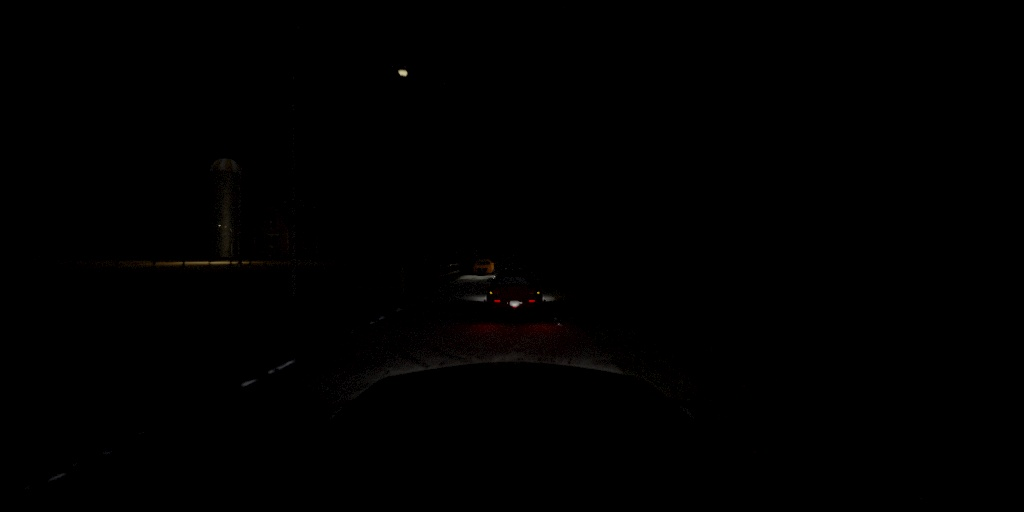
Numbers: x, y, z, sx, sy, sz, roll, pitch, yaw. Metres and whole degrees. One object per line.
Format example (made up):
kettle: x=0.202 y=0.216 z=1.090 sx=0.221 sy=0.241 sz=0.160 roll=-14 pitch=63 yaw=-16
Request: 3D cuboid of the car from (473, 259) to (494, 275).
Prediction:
car: x=-2.838 y=1.096 z=36.517 sx=1.882 sy=1.535 sz=5.008 roll=0 pitch=0 yaw=0

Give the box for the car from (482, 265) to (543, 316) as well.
car: x=0.085 y=1.236 z=13.006 sx=1.812 sy=1.442 sz=4.674 roll=0 pitch=0 yaw=0

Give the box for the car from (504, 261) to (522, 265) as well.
car: x=0.092 y=1.143 z=28.963 sx=2.128 sy=1.511 sz=4.902 roll=0 pitch=0 yaw=0
